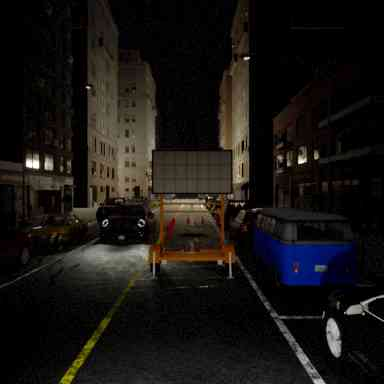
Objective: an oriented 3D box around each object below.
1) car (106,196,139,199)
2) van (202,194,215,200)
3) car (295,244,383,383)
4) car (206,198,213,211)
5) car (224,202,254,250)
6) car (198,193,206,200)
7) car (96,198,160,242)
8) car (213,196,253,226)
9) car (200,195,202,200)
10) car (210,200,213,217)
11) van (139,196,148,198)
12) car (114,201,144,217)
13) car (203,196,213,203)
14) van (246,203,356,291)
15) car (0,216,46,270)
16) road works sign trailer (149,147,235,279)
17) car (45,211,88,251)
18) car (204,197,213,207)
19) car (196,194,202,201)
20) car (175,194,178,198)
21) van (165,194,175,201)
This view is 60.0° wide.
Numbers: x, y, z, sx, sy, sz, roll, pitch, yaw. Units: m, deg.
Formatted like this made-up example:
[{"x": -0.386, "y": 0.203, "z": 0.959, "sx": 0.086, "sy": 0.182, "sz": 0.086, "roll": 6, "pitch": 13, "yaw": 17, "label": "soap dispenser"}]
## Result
[{"x": -5.844, "y": 1.311, "z": 25.719, "sx": 2.192, "sy": 1.841, "sz": 5.009, "roll": 0, "pitch": 0, "yaw": 0, "label": "car"}, {"x": 2.696, "y": 1.324, "z": 48.404, "sx": 1.690, "sy": 1.788, "sz": 3.998, "roll": 0, "pitch": 0, "yaw": 0, "label": "van"}, {"x": 2.669, "y": 1.551, "z": 3.049, "sx": 2.008, "sy": 1.369, "sz": 4.403, "roll": 0, "pitch": 0, "yaw": 0, "label": "car"}, {"x": 2.685, "y": 1.560, "z": 31.395, "sx": 1.947, "sy": 1.339, "sz": 4.313, "roll": 0, "pitch": 0, "yaw": 0, "label": "car"}, {"x": 2.675, "y": 1.438, "z": 14.387, "sx": 1.967, "sy": 1.590, "sz": 4.097, "roll": 0, "pitch": 0, "yaw": 0, "label": "car"}, {"x": 2.722, "y": 1.237, "z": 92.439, "sx": 2.192, "sy": 1.841, "sz": 5.009, "roll": 0, "pitch": 0, "yaw": 0, "label": "car"}, {"x": -2.991, "y": 1.350, "z": 16.377, "sx": 2.097, "sy": 1.767, "sz": 4.553, "roll": 0, "pitch": 0, "yaw": 0, "label": "car"}, {"x": 2.678, "y": 1.312, "z": 20.056, "sx": 2.192, "sy": 1.841, "sz": 5.009, "roll": 0, "pitch": 0, "yaw": 0, "label": "car"}, {"x": 2.699, "y": 1.501, "z": 54.243, "sx": 1.752, "sy": 1.417, "sz": 4.829, "roll": 0, "pitch": 0, "yaw": 0, "label": "car"}, {"x": 2.682, "y": 1.562, "z": 25.726, "sx": 1.947, "sy": 1.339, "sz": 4.313, "roll": 0, "pitch": 0, "yaw": 0, "label": "car"}, {"x": -5.837, "y": 1.334, "z": 37.055, "sx": 1.690, "sy": 1.788, "sz": 3.998, "roll": 0, "pitch": 0, "yaw": 0, "label": "van"}, {"x": -5.840, "y": 1.545, "z": 31.387, "sx": 2.008, "sy": 1.369, "sz": 4.403, "roll": 0, "pitch": 0, "yaw": 0, "label": "car"}, {"x": 2.692, "y": 1.571, "z": 42.734, "sx": 1.802, "sy": 1.307, "sz": 4.206, "roll": 0, "pitch": 0, "yaw": 0, "label": "car"}, {"x": 2.672, "y": 1.340, "z": 8.718, "sx": 1.690, "sy": 1.788, "sz": 3.998, "roll": 0, "pitch": 0, "yaw": 0, "label": "van"}, {"x": -5.854, "y": 1.544, "z": 8.714, "sx": 1.887, "sy": 1.381, "sz": 4.507, "roll": 0, "pitch": 0, "yaw": 0, "label": "car"}, {"x": 0.005, "y": 0.463, "z": 10.030, "sx": 2.380, "sy": 3.560, "sz": 2.880, "roll": 0, "pitch": 0, "yaw": 0, "label": "road works sign trailer"}, {"x": -5.851, "y": 1.524, "z": 14.212, "sx": 1.752, "sy": 1.417, "sz": 4.829, "roll": 0, "pitch": 0, "yaw": 0, "label": "car"}, {"x": 2.689, "y": 1.544, "z": 37.064, "sx": 2.008, "sy": 1.369, "sz": 4.403, "roll": 0, "pitch": 0, "yaw": 0, "label": "car"}, {"x": 2.716, "y": 1.380, "z": 81.269, "sx": 1.967, "sy": 1.590, "sz": 4.097, "roll": 0, "pitch": 0, "yaw": 0, "label": "car"}, {"x": -5.803, "y": 1.237, "z": 92.429, "sx": 2.192, "sy": 1.841, "sz": 5.009, "roll": 0, "pitch": 0, "yaw": 0, "label": "car"}, {"x": -5.810, "y": 1.281, "z": 81.256, "sx": 1.690, "sy": 1.788, "sz": 3.998, "roll": 0, "pitch": 0, "yaw": 0, "label": "van"}]
